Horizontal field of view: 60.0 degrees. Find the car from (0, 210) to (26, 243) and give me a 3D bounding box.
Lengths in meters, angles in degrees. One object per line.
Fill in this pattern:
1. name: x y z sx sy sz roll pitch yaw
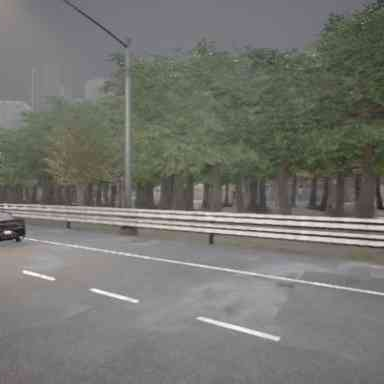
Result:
1. car: -9.460 1.502 14.931 5.008 1.535 1.882 0 0 36
